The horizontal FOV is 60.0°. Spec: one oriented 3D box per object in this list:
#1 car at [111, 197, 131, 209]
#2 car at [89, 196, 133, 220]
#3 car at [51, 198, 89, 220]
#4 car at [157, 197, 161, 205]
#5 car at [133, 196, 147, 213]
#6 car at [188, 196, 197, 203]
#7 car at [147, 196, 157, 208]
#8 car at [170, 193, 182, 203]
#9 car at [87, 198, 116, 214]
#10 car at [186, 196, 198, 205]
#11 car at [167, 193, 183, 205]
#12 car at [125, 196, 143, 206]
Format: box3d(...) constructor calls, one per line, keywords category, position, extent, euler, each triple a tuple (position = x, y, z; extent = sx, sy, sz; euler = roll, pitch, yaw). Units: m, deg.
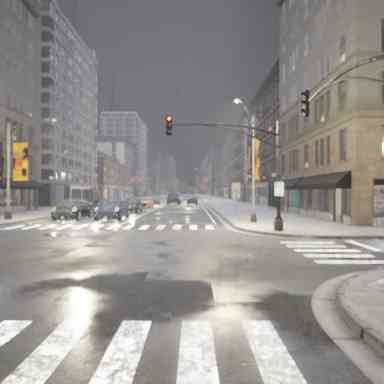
box3d(category="car", position=(-9.792, 1.498, 46.365), extent=(1.812, 1.442, 4.674), euler=(0, 0, 0))
box3d(category="car", position=(-6.565, 1.338, 27.443), extent=(2.097, 1.767, 4.553), euler=(0, 0, 0))
box3d(category="car", position=(-9.815, 1.338, 27.447), extent=(2.097, 1.767, 4.553), euler=(0, 0, 0))
box3d(category="car", position=(-6.506, 1.488, 57.023), extent=(1.812, 1.442, 4.674), euler=(0, 0, 0))
box3d(category="car", position=(-6.551, 1.472, 36.282), extent=(2.128, 1.511, 4.902), euler=(0, 0, 0))
box3d(category="car", position=(0.060, 1.478, 68.339), extent=(1.812, 1.442, 4.674), euler=(0, 0, 0))
box3d(category="car", position=(-6.538, 1.450, 46.569), extent=(1.882, 1.535, 5.008), euler=(0, 0, 0))
box3d(category="car", position=(-3.190, 1.173, 68.372), extent=(2.150, 2.045, 5.566), euler=(0, 0, 0))
box3d(category="car", position=(-9.805, 1.485, 36.419), extent=(1.837, 1.490, 4.892), euler=(0, 0, 0))
box3d(category="car", position=(0.051, 1.467, 57.920), extent=(1.837, 1.490, 4.892), euler=(0, 0, 0))
box3d(category="car", position=(-3.199, 1.183, 57.952), extent=(2.150, 2.045, 5.566), euler=(0, 0, 0))
box3d(category="car", position=(-9.760, 1.454, 56.662), extent=(2.128, 1.511, 4.902), euler=(0, 0, 1))
